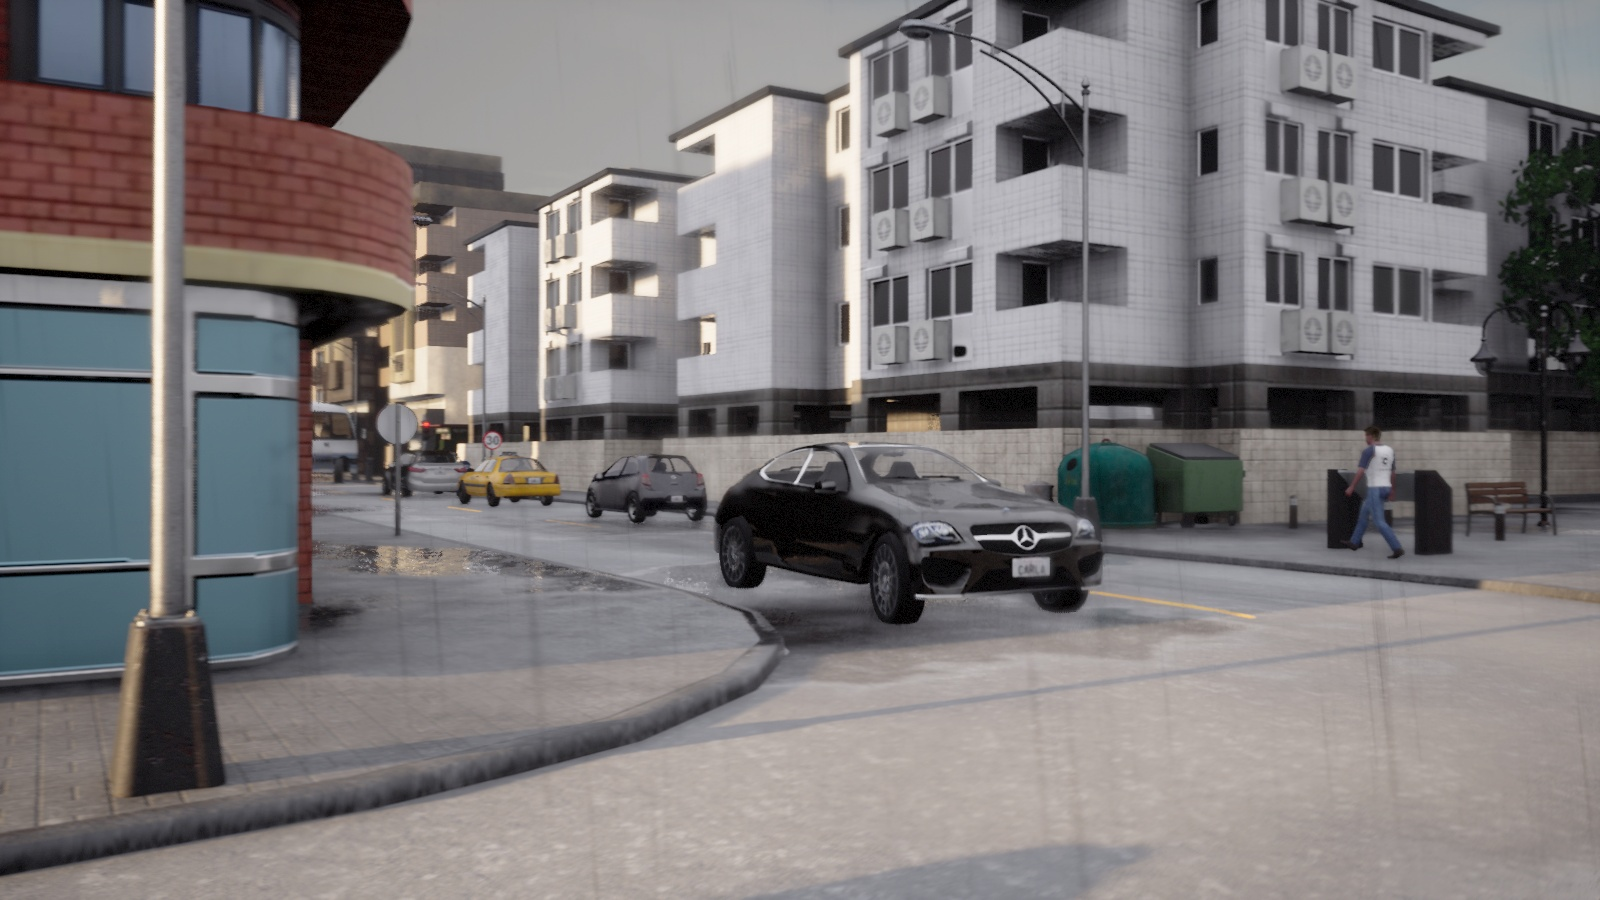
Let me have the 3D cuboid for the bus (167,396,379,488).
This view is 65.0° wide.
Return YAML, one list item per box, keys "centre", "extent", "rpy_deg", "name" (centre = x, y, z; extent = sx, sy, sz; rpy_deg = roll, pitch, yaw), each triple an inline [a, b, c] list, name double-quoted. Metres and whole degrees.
- centre: [-26.182, -0.312, 63.202]
  extent: [3.944, 4.253, 10.273]
  rpy_deg: [0, -1, 19]
  name: "bus"

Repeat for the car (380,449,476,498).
- centre: [-13.508, 0.811, 45.438]
  extent: [2.242, 1.667, 4.611]
  rpy_deg: [0, 0, -31]
  name: "car"

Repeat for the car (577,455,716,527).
- centre: [-3.556, 0.881, 28.649]
  extent: [1.845, 1.501, 3.633]
  rpy_deg: [0, 0, -31]
  name: "car"

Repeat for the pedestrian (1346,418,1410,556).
- centre: [7.827, 0.492, 17.020]
  extent: [0.354, 1.836, 0.706]
  rpy_deg: [0, 0, -28]
  name: "pedestrian"

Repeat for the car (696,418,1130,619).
- centre: [0.873, 0.571, 13.048]
  extent: [2.152, 1.651, 5.027]
  rpy_deg: [0, 0, -27]
  name: "car"

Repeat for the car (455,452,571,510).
- centre: [-8.566, 0.856, 37.089]
  extent: [1.801, 1.575, 5.366]
  rpy_deg: [0, 0, -30]
  name: "car"
